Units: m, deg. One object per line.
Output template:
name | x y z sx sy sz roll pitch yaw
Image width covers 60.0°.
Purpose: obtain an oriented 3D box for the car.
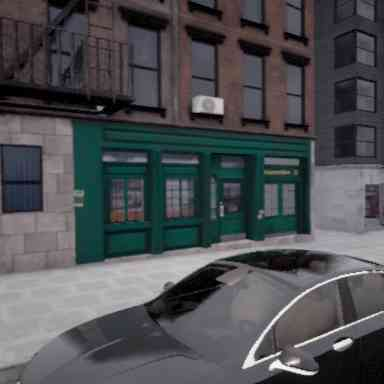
car | 0.846 1.465 3.539 4.892 1.490 1.837 0 1 -31
